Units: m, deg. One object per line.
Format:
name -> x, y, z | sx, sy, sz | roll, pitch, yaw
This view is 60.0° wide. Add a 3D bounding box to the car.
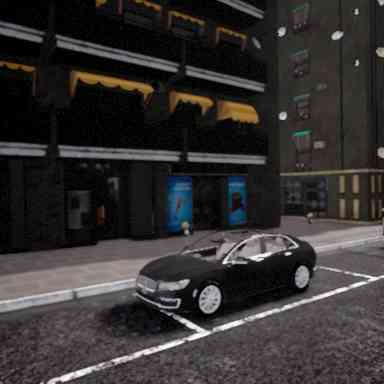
car -> 0.928, 1.524, 7.237 | 4.403, 1.369, 2.008 | 0, -1, -35
